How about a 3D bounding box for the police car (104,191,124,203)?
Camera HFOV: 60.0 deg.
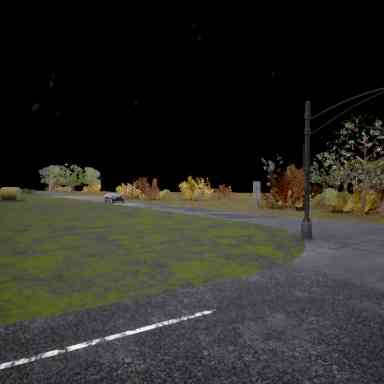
[{"bbox_3d":[-11.649,0.744,49.739,1.930,1.638,5.238,1,0,-32],"label":"police car"}]
